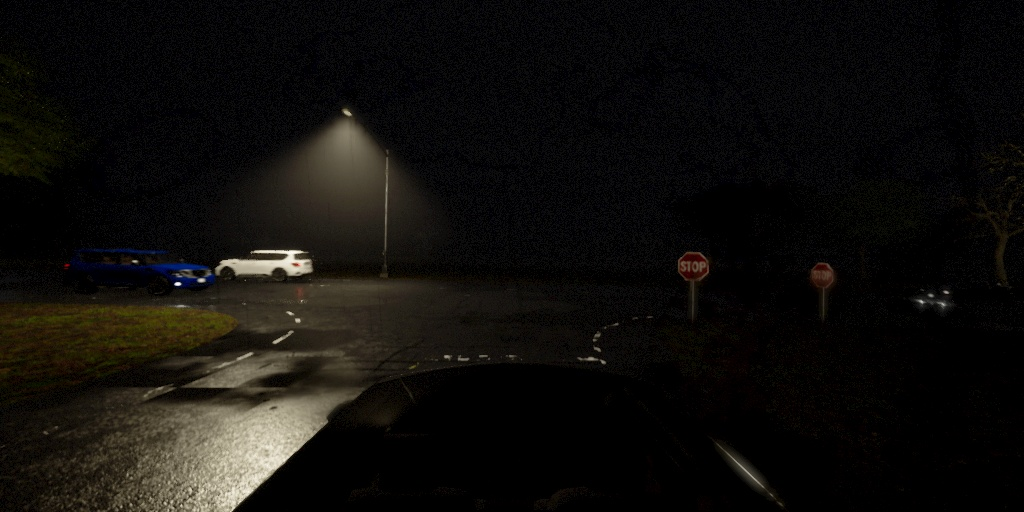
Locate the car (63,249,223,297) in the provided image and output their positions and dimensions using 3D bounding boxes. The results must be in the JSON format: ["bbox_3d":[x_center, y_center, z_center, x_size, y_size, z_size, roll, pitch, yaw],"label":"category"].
[{"bbox_3d":[-17.260,0.716,16.730,5.566,2.045,2.150,2,1,0],"label":"car"}]

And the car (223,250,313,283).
[{"bbox_3d":[-16.249,0.638,23.727,5.566,2.045,2.150,1,1,0],"label":"car"}]

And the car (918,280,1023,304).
[{"bbox_3d":[30.398,2.312,23.687,5.357,1.411,2.033,1,1,0],"label":"car"}]
